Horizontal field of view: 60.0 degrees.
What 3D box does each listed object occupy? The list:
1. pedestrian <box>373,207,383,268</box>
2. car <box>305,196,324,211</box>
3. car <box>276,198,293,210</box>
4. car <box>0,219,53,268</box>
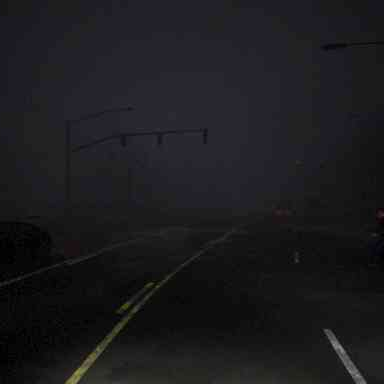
[{"bbox_3d":[5.484,1.294,9.459,0.375,1.860,0.375,0,0,15],"label":"pedestrian"},{"bbox_3d":[15.114,1.303,41.164,2.097,1.767,4.553,0,0,18],"label":"car"},{"bbox_3d":[11.596,1.444,41.612,2.128,1.511,4.902,0,0,17],"label":"car"},{"bbox_3d":[-5.866,1.525,9.410,1.812,1.442,4.674,0,0,12],"label":"car"}]
